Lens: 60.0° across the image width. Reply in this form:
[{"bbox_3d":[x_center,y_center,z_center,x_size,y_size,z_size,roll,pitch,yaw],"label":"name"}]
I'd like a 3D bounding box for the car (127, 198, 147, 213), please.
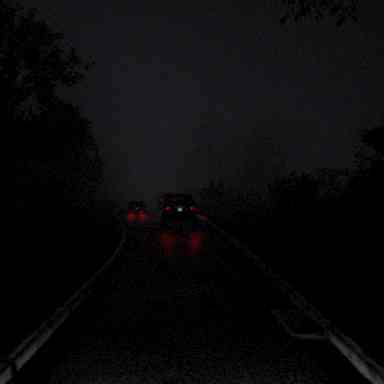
[{"bbox_3d":[-5.750,1.367,34.834,2.128,1.511,4.902,0,0,-9],"label":"car"}]

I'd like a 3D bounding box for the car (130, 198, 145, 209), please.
[{"bbox_3d":[-7.260,1.440,44.582,1.895,1.301,4.718,0,0,-9],"label":"car"}]

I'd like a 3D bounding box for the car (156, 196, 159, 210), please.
[{"bbox_3d":[-3.111,1.079,40.701,2.150,2.045,5.566,0,0,-9],"label":"car"}]

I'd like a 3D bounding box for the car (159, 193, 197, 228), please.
[{"bbox_3d":[-0.916,1.138,22.023,2.150,2.045,5.566,0,0,-5],"label":"car"}]
